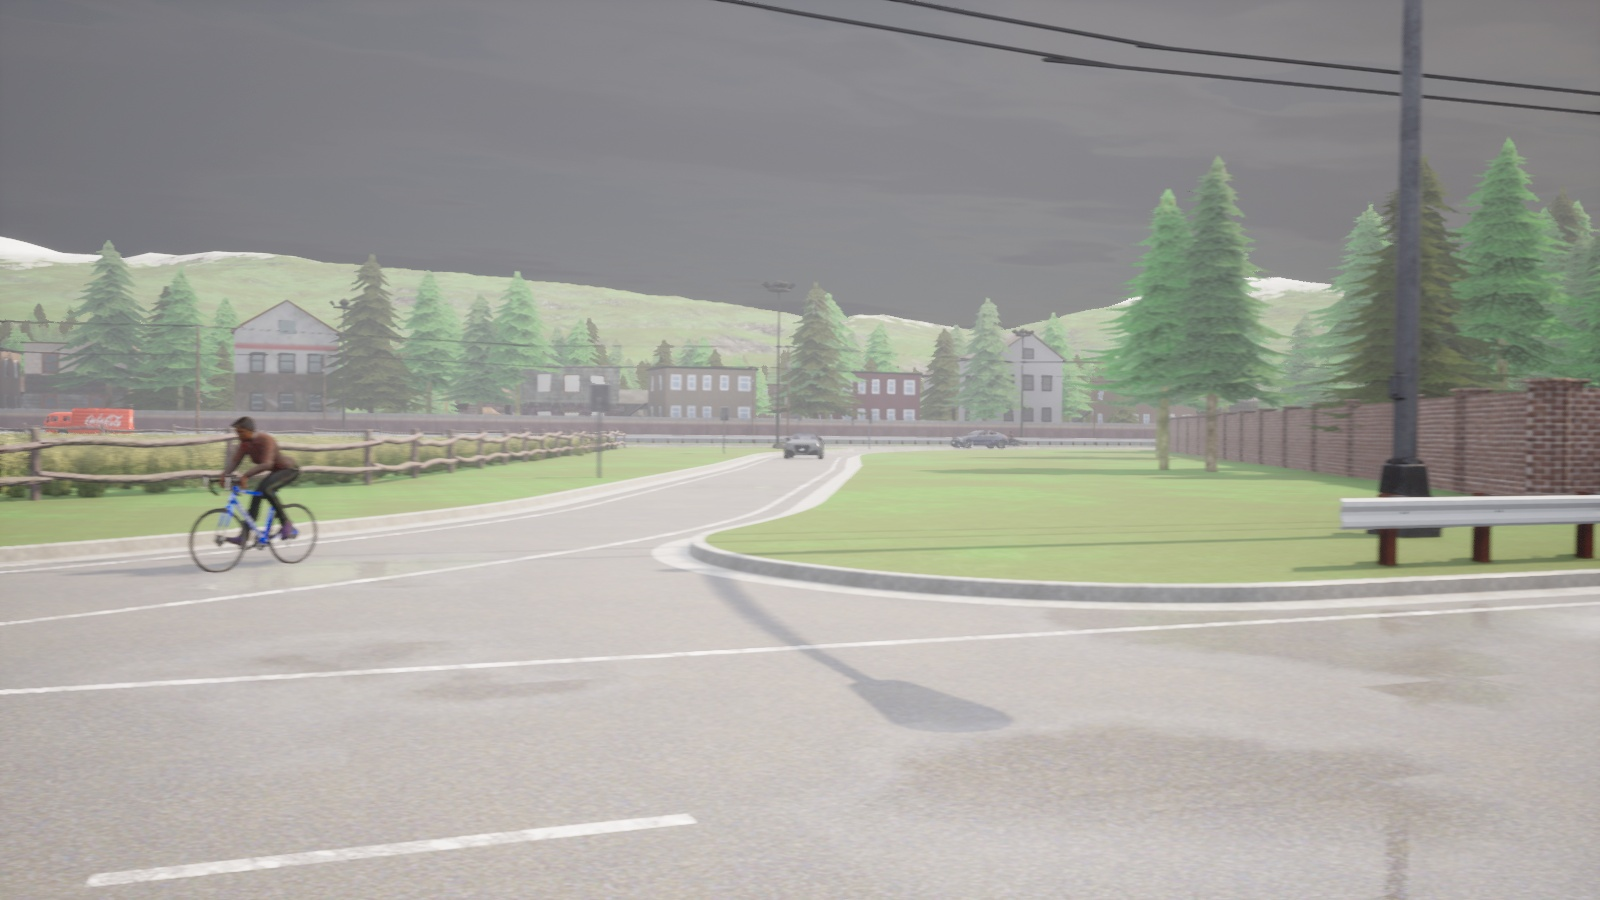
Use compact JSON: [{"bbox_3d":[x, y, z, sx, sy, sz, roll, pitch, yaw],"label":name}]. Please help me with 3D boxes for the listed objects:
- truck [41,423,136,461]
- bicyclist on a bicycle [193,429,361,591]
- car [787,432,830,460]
[{"bbox_3d":[-47.794,-0.542,84.490,5.204,2.467,2.627,-1,1,-21],"label":"truck"},{"bbox_3d":[-5.575,0.592,13.490,0.582,1.620,1.656,0,1,26],"label":"bicyclist on a bicycle"},{"bbox_3d":[0.462,-0.224,65.912,1.994,1.385,4.181,-1,1,4],"label":"car"}]
